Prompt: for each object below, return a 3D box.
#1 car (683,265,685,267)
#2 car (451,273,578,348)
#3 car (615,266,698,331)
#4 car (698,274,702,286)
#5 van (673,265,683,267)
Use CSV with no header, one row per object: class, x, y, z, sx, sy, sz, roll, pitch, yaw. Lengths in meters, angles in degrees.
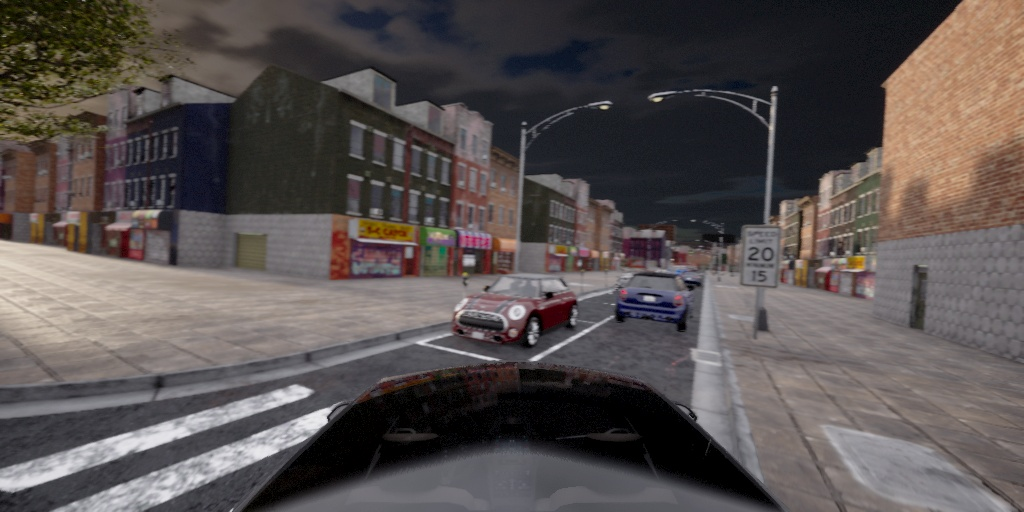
car,26.079,2.629,57.007,1.948,1.339,4.313,0,0,28
car,0.222,1.176,9.234,1.967,1.591,4.097,0,0,28
car,5.155,1.360,12.616,2.097,1.767,4.553,3,0,29
car,18.103,2.232,36.452,1.994,1.385,4.181,3,0,28
van,23.494,2.269,52.230,1.690,1.789,3.998,0,0,28
